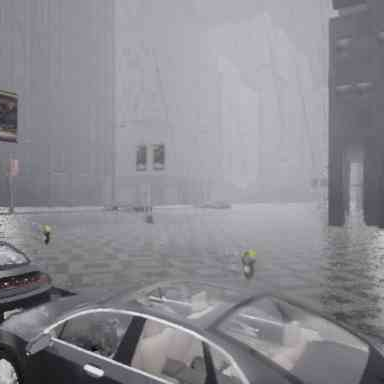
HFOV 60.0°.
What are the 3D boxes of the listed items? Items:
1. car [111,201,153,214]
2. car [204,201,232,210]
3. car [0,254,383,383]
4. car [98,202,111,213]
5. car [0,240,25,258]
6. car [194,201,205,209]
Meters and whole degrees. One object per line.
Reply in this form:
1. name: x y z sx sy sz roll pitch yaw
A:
1. car: -6.876 1.884 40.496 2.128 1.511 4.902 0 -1 36
2. car: 4.842 2.345 56.661 2.033 1.411 5.357 0 -1 36
3. car: -0.265 1.539 3.155 4.403 1.369 2.008 0 0 35
4. car: -9.596 1.867 42.275 2.128 1.511 4.902 0 -1 36
5. car: -4.330 1.507 6.053 4.403 1.369 2.008 0 0 35
6. car: 2.184 2.298 58.532 1.812 1.442 4.674 0 -1 36
